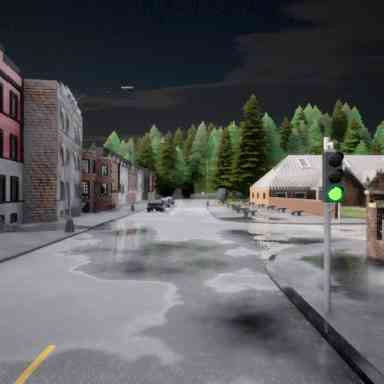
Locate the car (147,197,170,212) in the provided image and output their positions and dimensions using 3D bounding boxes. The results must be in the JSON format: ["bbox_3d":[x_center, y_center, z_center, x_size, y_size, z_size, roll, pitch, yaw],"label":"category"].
[{"bbox_3d":[-4.126,1.559,39.156,2.033,1.411,5.357,0,0,0],"label":"car"}]

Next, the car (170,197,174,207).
[{"bbox_3d":[-4.134,1.540,48.769,1.812,1.442,4.674,0,0,0],"label":"car"}]
